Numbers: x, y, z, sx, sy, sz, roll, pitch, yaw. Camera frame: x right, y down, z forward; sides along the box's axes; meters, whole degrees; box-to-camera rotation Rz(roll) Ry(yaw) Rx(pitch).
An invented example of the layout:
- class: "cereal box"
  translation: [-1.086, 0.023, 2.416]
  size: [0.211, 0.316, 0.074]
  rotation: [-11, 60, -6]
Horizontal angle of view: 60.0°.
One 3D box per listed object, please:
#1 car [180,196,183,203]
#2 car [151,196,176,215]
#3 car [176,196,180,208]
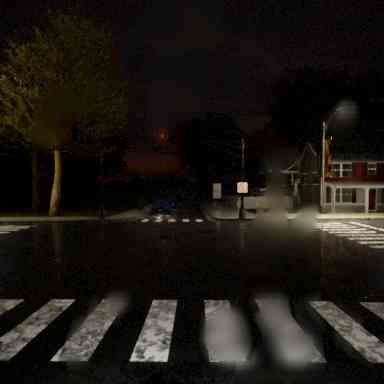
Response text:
- class: "car"
  translation: [-2.790, 1.459, 66.250]
  size: [2.033, 1.411, 5.357]
  rotation: [0, 0, 1]
- class: "car"
  translation: [-2.982, 1.447, 33.834]
  size: [1.882, 1.535, 5.008]
  rotation: [0, 0, 0]
- class: "car"
  translation: [-2.941, 1.458, 44.832]
  size: [1.837, 1.490, 4.892]
  rotation: [0, 0, 0]
